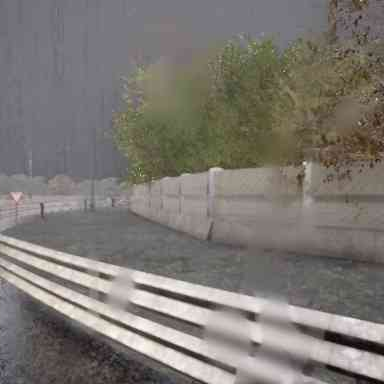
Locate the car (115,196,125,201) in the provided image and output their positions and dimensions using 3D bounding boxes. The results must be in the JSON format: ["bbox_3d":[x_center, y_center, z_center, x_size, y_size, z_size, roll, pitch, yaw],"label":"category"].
[{"bbox_3d":[-19.285,1.813,89.674,1.895,1.301,4.718,0,0,-1],"label":"car"}]

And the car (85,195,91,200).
[{"bbox_3d":[-27.609,1.603,89.030,2.097,1.767,4.553,0,0,-17],"label":"car"}]

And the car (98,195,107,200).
[{"bbox_3d":[-24.215,1.593,89.888,2.097,1.767,4.553,0,0,-17],"label":"car"}]
